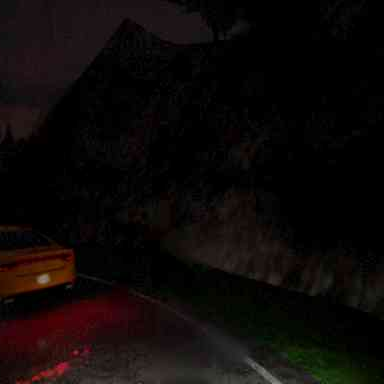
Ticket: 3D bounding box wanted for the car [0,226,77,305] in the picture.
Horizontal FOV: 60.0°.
[{"bbox_3d":[-4.753,1.544,7.906,5.008,1.535,1.882,-1,-1,39],"label":"car"}]
